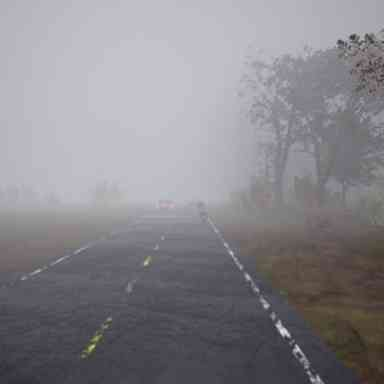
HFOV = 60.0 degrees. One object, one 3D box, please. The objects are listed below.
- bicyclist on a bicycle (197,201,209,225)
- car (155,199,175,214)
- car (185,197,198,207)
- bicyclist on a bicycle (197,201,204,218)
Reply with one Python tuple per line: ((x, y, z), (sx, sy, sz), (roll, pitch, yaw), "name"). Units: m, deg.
((0.853, 1.596, 24.159), (0.866, 1.612, 1.509), (-1, 0, 0), "bicyclist on a bicycle")
((-3.091, 1.611, 38.731), (2.097, 1.767, 4.553), (0, 0, 0), "car")
((0.088, 1.910, 57.846), (1.812, 1.442, 4.674), (0, 0, 0), "car")
((0.813, 1.667, 32.444), (0.582, 1.620, 1.656), (-1, -1, 0), "bicyclist on a bicycle")
